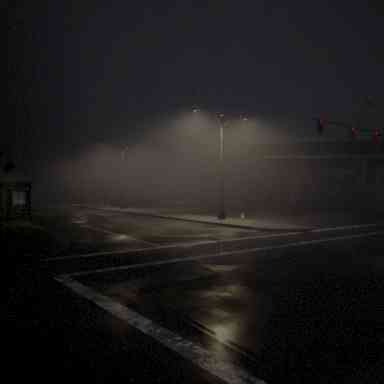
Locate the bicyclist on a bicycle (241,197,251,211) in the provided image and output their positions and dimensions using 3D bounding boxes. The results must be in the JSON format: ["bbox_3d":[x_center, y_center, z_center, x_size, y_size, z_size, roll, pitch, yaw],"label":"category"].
[{"bbox_3d":[6.331,1.430,39.760,1.656,1.620,0.582,-6,-7,-37],"label":"bicyclist on a bicycle"}]

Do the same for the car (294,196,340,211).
[{"bbox_3d":[13.908,1.294,38.118,2.242,1.667,4.611,0,0,-35],"label":"car"}]

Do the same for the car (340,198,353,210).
[{"bbox_3d":[18.173,1.455,42.041,1.970,1.475,3.806,0,0,-35],"label":"car"}]

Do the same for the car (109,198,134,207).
[{"bbox_3d":[-11.077,1.563,50.732,1.994,1.385,4.181,0,0,-35],"label":"car"}]

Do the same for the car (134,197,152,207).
[{"bbox_3d":[-8.212,1.547,52.742,2.033,1.411,5.357,0,0,-35],"label":"car"}]
